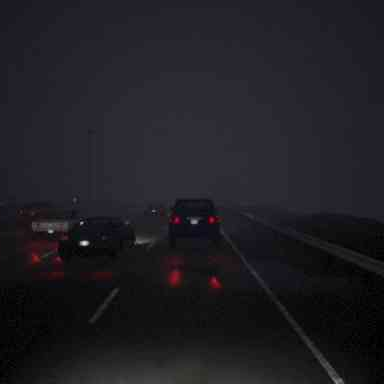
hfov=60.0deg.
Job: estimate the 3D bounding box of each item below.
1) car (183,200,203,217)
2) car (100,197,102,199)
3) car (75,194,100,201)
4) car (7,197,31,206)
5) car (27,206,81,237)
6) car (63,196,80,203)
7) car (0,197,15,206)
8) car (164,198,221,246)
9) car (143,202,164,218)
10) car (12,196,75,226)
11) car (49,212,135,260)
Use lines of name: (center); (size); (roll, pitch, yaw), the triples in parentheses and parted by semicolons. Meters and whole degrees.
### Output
car: (0.104, 1.598, 34.102); (1.837, 1.490, 4.892); (0, 0, 0)
car: (-24.353, 1.785, 84.652); (1.895, 1.301, 4.718); (0, 0, 1)
car: (-20.995, 1.408, 67.125); (2.150, 2.045, 5.566); (0, 0, 0)
car: (-31.497, 1.642, 60.666); (1.882, 1.535, 5.008); (0, 0, 0)
car: (-6.898, 1.651, 18.458); (1.895, 1.301, 4.718); (0, 0, 0)
car: (-27.970, 1.739, 77.214); (2.033, 1.411, 5.357); (0, 0, 0)
car: (-24.571, 1.471, 43.703); (2.097, 1.767, 4.553); (0, 0, 0)
car: (0.113, 1.264, 15.591); (2.150, 2.045, 5.566); (0, 0, 0)
car: (-3.398, 1.650, 31.423); (1.994, 1.385, 4.181); (0, 0, 0)
car: (-10.397, 1.417, 23.784); (2.097, 1.767, 4.553); (0, 0, 0)
car: (-3.400, 1.598, 12.525); (1.994, 1.385, 4.181); (0, 0, 0)
